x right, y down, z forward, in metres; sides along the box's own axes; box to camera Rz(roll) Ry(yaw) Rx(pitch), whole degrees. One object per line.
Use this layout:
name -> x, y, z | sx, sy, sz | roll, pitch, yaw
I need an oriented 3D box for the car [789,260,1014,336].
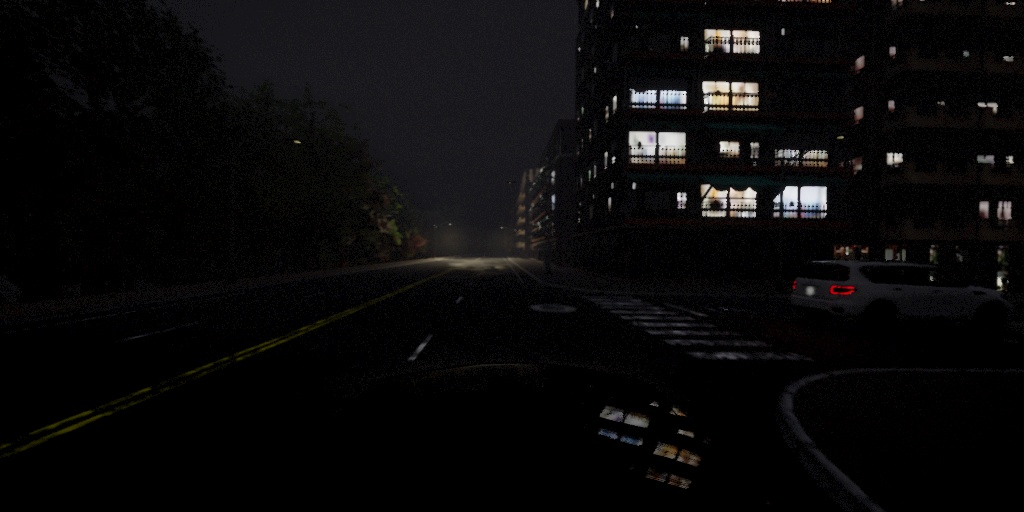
car -> 11.820, 1.188, 11.136 | 5.566, 2.045, 2.150 | 1, 1, -3
